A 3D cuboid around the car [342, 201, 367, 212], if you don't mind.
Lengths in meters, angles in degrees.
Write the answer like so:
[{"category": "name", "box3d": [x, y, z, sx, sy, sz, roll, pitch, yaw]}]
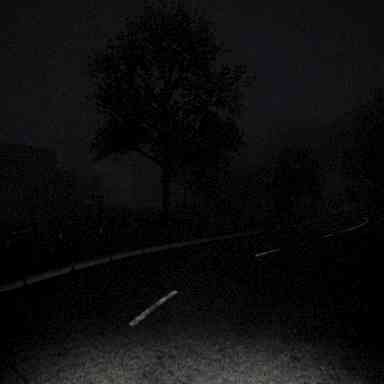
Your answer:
[{"category": "car", "box3d": [25.096, 2.225, 51.629, 1.882, 1.535, 5.008, 0, -1, -2]}]
